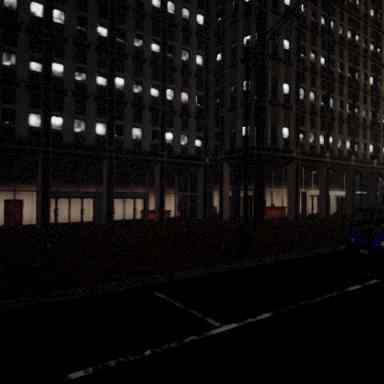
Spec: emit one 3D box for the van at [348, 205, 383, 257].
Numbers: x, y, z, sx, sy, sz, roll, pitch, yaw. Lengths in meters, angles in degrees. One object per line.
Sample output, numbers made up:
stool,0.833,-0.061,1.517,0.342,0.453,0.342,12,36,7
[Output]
van,7.091,1.345,11.596,3.998,1.788,1.690,0,1,-35
